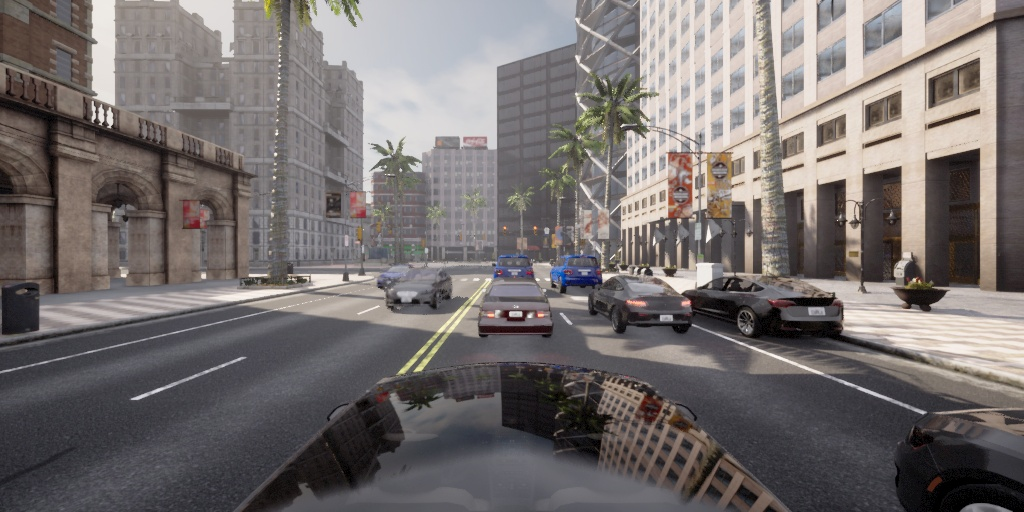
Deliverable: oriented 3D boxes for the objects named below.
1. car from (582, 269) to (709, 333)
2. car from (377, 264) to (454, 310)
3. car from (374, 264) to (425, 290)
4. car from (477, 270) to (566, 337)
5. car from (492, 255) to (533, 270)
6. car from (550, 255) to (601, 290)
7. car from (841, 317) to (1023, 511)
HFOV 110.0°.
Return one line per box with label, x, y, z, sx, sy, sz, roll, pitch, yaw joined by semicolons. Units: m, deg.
car;3.564;1.276;10.625;1.812;1.442;4.674;0;0;-1
car;-3.622;1.242;14.770;2.128;1.511;4.902;0;0;0
car;-7.089;1.277;23.078;1.812;1.442;4.674;0;0;0
car;0.070;1.297;10.235;2.033;1.411;5.357;0;0;0
car;0.048;0.971;20.455;2.150;2.045;5.566;0;0;-2
car;3.547;0.971;20.589;2.150;2.045;5.566;0;0;-2
car;3.600;1.255;0.450;1.837;1.490;4.892;0;0;0
